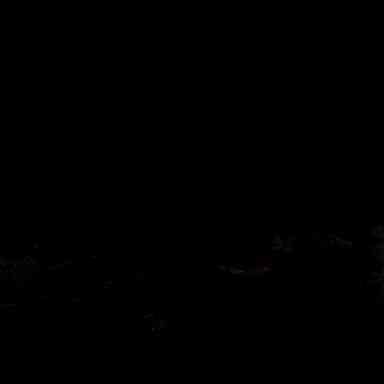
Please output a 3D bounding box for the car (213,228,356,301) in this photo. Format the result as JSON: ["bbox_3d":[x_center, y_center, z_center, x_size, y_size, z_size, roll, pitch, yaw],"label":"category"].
[{"bbox_3d":[2.448,1.582,8.280,4.206,1.307,1.802,0,0,-35],"label":"car"}]

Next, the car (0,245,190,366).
[{"bbox_3d":[-2.032,1.566,5.087,4.313,1.339,1.947,0,0,-35],"label":"car"}]
